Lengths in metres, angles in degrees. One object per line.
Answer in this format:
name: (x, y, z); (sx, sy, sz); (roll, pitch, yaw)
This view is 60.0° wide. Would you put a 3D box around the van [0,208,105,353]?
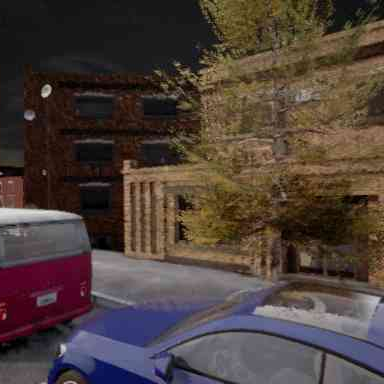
van: (-3.821, 1.266, 5.978); (4.442, 1.987, 1.878); (0, 0, 36)
